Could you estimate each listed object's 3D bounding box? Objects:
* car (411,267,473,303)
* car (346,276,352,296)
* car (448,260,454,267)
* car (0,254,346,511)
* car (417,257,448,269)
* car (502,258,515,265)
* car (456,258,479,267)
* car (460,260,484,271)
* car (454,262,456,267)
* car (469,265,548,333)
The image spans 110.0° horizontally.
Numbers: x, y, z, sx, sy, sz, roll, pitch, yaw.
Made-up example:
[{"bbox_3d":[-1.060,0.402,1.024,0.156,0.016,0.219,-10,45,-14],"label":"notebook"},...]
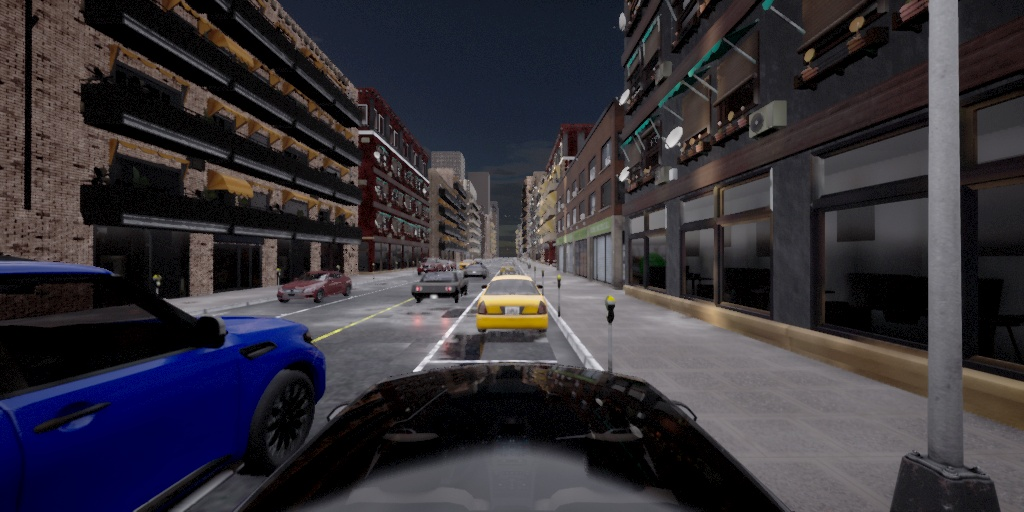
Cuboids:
[{"bbox_3d":[-3.144,1.351,16.703,1.895,1.301,4.718,0,0,0],"label":"car"},{"bbox_3d":[-8.837,1.333,16.462,1.802,1.307,4.207,0,0,0],"label":"car"},{"bbox_3d":[-8.837,1.188,44.643,1.967,1.591,4.097,0,0,0],"label":"car"},{"bbox_3d":[-3.145,0.973,1.621,2.150,2.045,5.566,0,0,0],"label":"car"},{"bbox_3d":[-8.837,1.064,39.007,2.192,1.841,5.009,0,0,0],"label":"car"},{"bbox_3d":[-0.456,1.275,39.173,1.751,1.417,4.829,0,0,0],"label":"car"},{"bbox_3d":[-6.150,1.227,49.848,1.882,1.535,5.008,0,0,0],"label":"car"},{"bbox_3d":[-3.141,1.314,31.910,1.994,1.385,4.181,0,0,0],"label":"car"},{"bbox_3d":[-8.837,1.293,50.280,1.888,1.381,4.507,0,0,0],"label":"car"},{"bbox_3d":[0.005,1.207,10.689,1.801,1.575,5.366,0,0,0],"label":"car"}]
